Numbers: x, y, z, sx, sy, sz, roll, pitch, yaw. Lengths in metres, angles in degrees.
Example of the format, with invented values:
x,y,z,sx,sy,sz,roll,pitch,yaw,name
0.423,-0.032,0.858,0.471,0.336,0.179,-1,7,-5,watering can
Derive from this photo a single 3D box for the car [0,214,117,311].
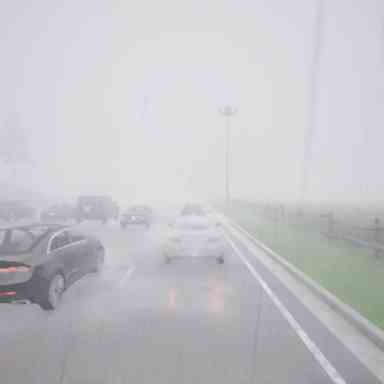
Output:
x,y,z,sx,sy,sz,roll,pitch,yaw,name
-3.453,1.499,7.743,2.128,1.511,4.902,0,0,0,car

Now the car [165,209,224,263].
x,y,z,sx,sy,sz,roll,pitch,yaw,name
0.070,1.536,11.823,1.812,1.442,4.674,0,0,0,car

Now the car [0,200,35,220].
x,y,z,sx,sy,sz,roll,pitch,yaw,name
-13.936,1.374,25.596,2.097,1.767,4.553,0,0,0,car

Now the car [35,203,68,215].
x,y,z,sx,sy,sz,roll,pitch,yaw,name
-10.430,1.589,26.755,1.994,1.385,4.181,0,0,0,car

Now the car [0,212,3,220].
x,y,z,sx,sy,sz,roll,pitch,yaw,name
-6.951,1.485,7.916,1.882,1.535,5.008,0,0,1,car

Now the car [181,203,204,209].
x,y,z,sx,sy,sz,roll,pitch,yaw,name
0.071,1.589,26.959,1.994,1.385,4.181,0,0,0,car

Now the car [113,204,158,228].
x,y,z,sx,sy,sz,roll,pitch,yaw,name
-3.461,1.568,22.199,2.033,1.411,5.357,0,0,0,car

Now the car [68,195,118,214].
x,y,z,sx,sy,sz,roll,pitch,yaw,name
-6.940,1.246,24.787,2.150,2.045,5.566,0,0,0,car
